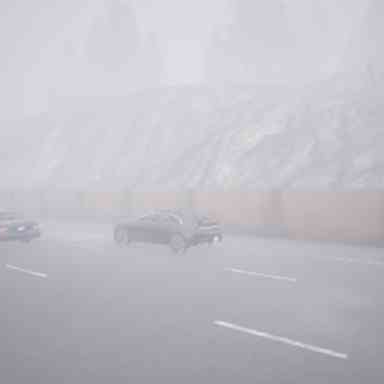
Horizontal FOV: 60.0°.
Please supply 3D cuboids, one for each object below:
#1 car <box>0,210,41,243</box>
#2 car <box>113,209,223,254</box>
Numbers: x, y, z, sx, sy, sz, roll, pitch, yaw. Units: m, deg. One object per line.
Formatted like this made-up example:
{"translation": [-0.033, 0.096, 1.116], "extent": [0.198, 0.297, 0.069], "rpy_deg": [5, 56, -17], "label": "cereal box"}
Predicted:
{"translation": [-8.773, 1.485, 14.551], "extent": [5.357, 1.411, 2.033], "rpy_deg": [0, 0, 35], "label": "car"}
{"translation": [-1.107, 1.457, 13.381], "extent": [4.902, 1.511, 2.128], "rpy_deg": [0, 0, 35], "label": "car"}
